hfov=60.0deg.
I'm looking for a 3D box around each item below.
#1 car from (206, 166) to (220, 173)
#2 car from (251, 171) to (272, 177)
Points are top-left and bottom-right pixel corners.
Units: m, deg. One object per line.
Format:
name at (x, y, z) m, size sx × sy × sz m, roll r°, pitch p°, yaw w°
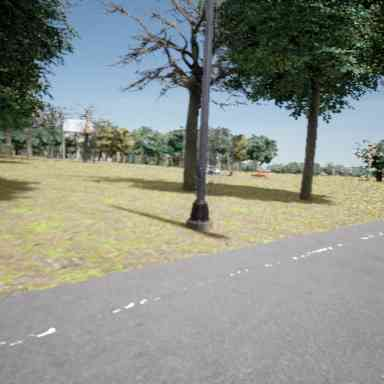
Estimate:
car at (4.569, -5.499, 83.058) m, size 2.150 × 2.045 × 5.566 m, roll 1°, pitch 6°, yaw -43°
car at (14.972, -3.812, 71.731) m, size 2.097 × 1.767 × 4.553 m, roll 1°, pitch 5°, yaw -43°
